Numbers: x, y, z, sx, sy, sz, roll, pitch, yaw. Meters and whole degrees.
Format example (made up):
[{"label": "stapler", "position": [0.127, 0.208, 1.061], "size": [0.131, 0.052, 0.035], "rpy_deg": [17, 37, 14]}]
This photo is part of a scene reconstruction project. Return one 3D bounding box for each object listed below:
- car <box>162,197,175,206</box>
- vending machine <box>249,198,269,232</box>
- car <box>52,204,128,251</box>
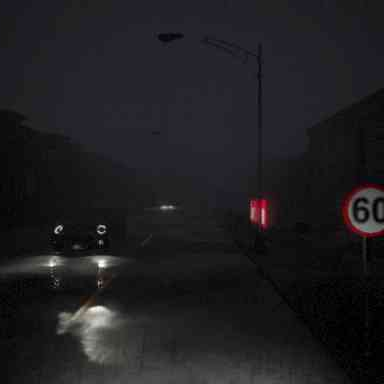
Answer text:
[{"label": "car", "position": [-3.974, 1.551, 56.932], "size": [2.128, 1.511, 4.902], "rpy_deg": [0, 0, 1]}, {"label": "vending machine", "position": [4.301, 1.438, 21.379], "size": [1.100, 2.100, 0.880], "rpy_deg": [0, 0, 0]}, {"label": "car", "position": [-4.098, 1.367, 14.052], "size": [2.097, 1.767, 4.553], "rpy_deg": [0, 0, 0]}]
